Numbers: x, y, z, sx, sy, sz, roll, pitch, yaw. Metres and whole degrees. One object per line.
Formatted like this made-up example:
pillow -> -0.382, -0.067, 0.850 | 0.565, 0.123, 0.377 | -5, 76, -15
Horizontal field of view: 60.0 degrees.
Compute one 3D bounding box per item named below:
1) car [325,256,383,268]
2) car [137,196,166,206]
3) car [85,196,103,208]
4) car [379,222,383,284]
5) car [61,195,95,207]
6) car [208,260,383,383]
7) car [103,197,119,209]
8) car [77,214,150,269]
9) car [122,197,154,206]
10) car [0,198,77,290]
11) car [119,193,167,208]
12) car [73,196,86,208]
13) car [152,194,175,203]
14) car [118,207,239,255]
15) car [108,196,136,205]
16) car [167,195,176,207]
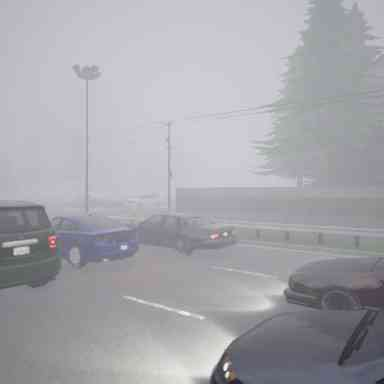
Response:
car -> 4.278, 1.548, 5.192 | 5.357, 1.411, 2.033 | 0, 0, 37
car -> -6.507, 1.491, 54.146 | 1.837, 1.490, 4.892 | 0, 0, 37
car -> -12.122, 1.587, 46.704 | 1.895, 1.301, 4.718 | 0, 0, 37
car -> 7.011, 1.526, 7.521 | 4.674, 1.442, 1.812 | 0, 0, 37
car -> -17.499, 1.335, 51.197 | 2.097, 1.767, 4.553 | 0, 0, 37
car -> 2.158, 1.564, 2.403 | 4.181, 1.385, 1.994 | 0, 0, 37
car -> -9.132, 1.588, 44.858 | 1.895, 1.301, 4.718 | 0, 0, 37
car -> -3.983, 1.474, 11.307 | 5.008, 1.535, 1.882 | 0, 0, 37
car -> -9.077, 1.532, 56.551 | 2.033, 1.411, 5.357 | 0, 0, 37
car -> -5.426, 1.219, 8.013 | 5.566, 2.045, 2.150 | 0, 0, 37
car -> -6.197, 1.210, 42.935 | 2.150, 2.045, 5.566 | 0, 0, 37
car -> -14.894, 1.510, 48.836 | 1.812, 1.442, 4.674 | 0, 0, 37
car -> -5.617, 1.335, 66.858 | 2.097, 1.767, 4.553 | 0, 0, 37
car -> -0.818, 1.544, 13.310 | 5.357, 1.411, 2.033 | 0, 0, 37
car -> -12.192, 1.509, 58.223 | 1.812, 1.442, 4.674 | 0, 0, 37
car -> -3.390, 1.588, 52.468 | 1.895, 1.301, 4.718 | 0, 0, 37
